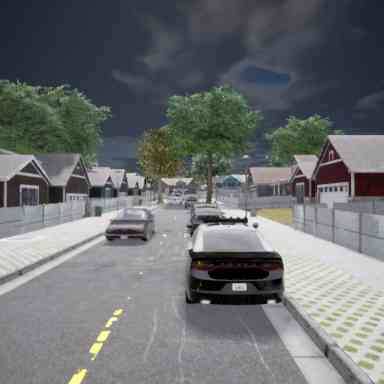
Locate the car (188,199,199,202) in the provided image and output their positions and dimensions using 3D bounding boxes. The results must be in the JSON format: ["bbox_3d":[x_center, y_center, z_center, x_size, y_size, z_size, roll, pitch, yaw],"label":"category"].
[{"bbox_3d":[0.786,1.502,24.190,1.837,1.490,4.892,0,0,0],"label":"car"}]

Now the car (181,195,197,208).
[{"bbox_3d":[-0.041,1.480,46.094,2.128,1.511,4.902,0,0,0],"label":"car"}]

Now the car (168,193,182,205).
[{"bbox_3d":[-2.929,1.208,57.610,2.150,2.045,5.566,0,0,0],"label":"car"}]

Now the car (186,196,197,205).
[{"bbox_3d":[-0.096,1.514,60.490,1.812,1.442,4.674,0,0,0],"label":"car"}]

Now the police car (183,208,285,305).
[{"bbox_3d":[0.811,1.426,8.295,1.930,1.638,5.238,0,0,0],"label":"police car"}]

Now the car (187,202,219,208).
[{"bbox_3d":[0.795,1.504,18.188,1.837,1.490,4.892,0,0,0],"label":"car"}]

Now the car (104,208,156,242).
[{"bbox_3d":[-2.878,1.547,16.732,2.033,1.411,5.357,0,0,0],"label":"car"}]

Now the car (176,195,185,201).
[{"bbox_3d":[-2.883,1.492,82.951,2.128,1.511,4.902,0,0,0],"label":"car"}]
